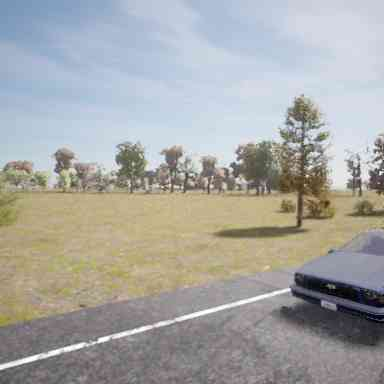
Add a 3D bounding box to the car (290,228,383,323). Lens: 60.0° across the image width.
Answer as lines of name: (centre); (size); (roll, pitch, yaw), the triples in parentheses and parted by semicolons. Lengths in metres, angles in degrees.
car: (4.495, 1.530, 7.206); (5.357, 1.411, 2.033); (0, 0, -35)
